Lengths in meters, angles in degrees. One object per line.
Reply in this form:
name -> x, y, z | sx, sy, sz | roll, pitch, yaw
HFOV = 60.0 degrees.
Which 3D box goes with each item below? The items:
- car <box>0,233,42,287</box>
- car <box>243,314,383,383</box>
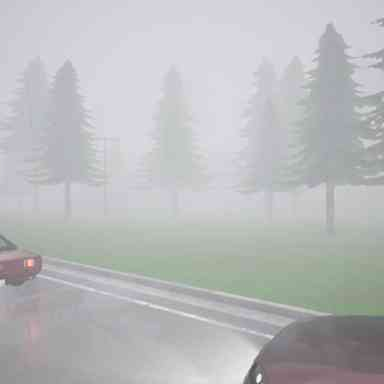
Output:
car -> -5.785, 1.601, 8.108 | 4.718, 1.301, 1.895 | 0, 0, 35
car -> 2.424, 1.564, 2.263 | 4.181, 1.385, 1.994 | 0, 0, 36
